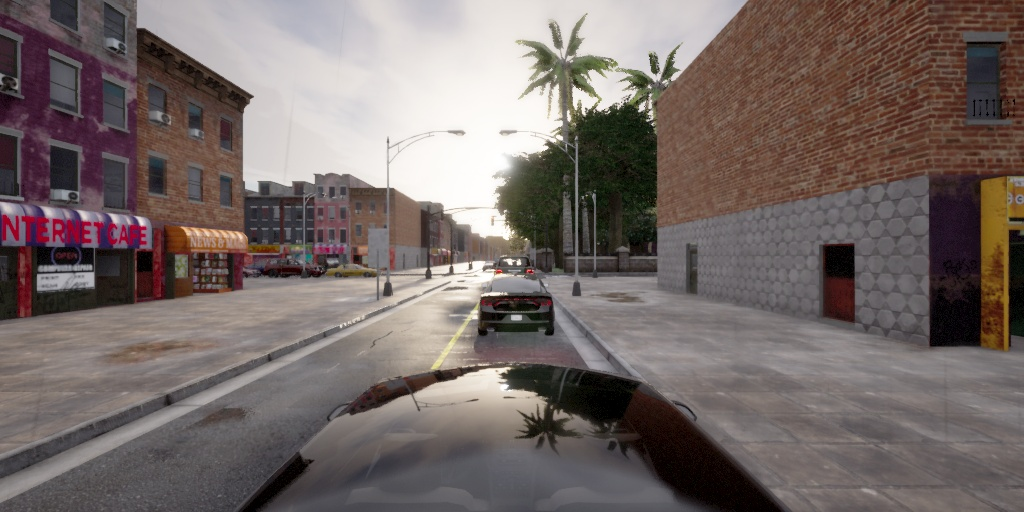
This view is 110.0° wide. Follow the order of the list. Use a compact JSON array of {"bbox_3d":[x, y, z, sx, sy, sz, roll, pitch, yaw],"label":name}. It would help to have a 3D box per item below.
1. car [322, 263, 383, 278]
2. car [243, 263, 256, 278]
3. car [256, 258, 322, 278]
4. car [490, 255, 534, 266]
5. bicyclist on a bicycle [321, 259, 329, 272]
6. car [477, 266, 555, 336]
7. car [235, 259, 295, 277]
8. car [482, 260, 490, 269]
[{"bbox_3d":[-14.441,1.324,33.040,4.829,1.417,1.751,0,0,0],"label":"car"},{"bbox_3d":[-25.515,1.409,33.026,4.207,1.307,1.802,0,0,0],"label":"car"},{"bbox_3d":[-20.062,1.128,33.033,5.009,1.841,2.192,0,0,0],"label":"car"},{"bbox_3d":[0.102,0.980,20.463,2.150,2.045,5.566,0,0,-1],"label":"car"},{"bbox_3d":[-20.145,1.124,38.679,0.582,1.620,1.656,0,0,0],"label":"bicyclist on a bicycle"},{"bbox_3d":[0.099,1.230,10.494,1.882,1.535,5.008,0,0,0],"label":"car"},{"bbox_3d":[-24.554,1.182,35.759,4.553,1.767,2.097,0,0,0],"label":"car"},{"bbox_3d":[-2.859,1.316,47.907,1.812,1.442,4.674,0,0,0],"label":"car"}]
